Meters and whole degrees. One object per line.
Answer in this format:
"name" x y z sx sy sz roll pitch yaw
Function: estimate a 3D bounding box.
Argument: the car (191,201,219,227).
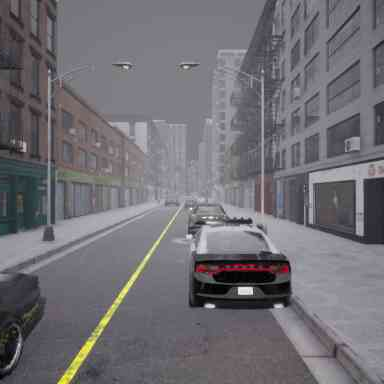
"car" 0.824 1.476 24.162 1.801 1.575 5.366 0 0 0

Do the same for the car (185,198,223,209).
"car" 0.843 1.363 17.942 2.097 1.767 4.553 0 0 0

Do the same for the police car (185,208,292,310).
"police car" 0.876 1.429 8.081 1.930 1.638 5.238 0 0 0

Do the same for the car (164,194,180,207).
"car" -3.169 1.302 52.999 2.150 2.045 5.566 0 0 0

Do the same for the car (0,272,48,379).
"car" -3.109 1.548 2.748 2.033 1.411 5.357 0 0 0
